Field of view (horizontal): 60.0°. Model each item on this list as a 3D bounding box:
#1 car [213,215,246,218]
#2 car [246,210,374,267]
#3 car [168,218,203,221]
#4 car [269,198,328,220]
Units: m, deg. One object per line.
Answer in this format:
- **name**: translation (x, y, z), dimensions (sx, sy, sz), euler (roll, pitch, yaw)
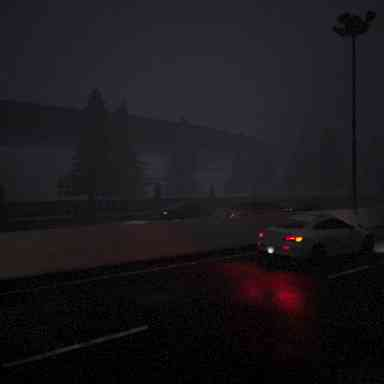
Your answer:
- **car**: translation (3.307, 1.257, 19.305), dimensions (4.553, 1.767, 2.097), euler (-1, 0, -36)
- **car**: translation (4.178, 1.457, 11.079), dimensions (4.674, 1.442, 1.812), euler (0, 0, -36)
- **car**: translation (-0.629, 1.437, 25.097), dimensions (4.674, 1.442, 1.812), euler (-1, 0, -36)
- **car**: translation (8.898, 1.330, 27.604), dimensions (4.902, 1.511, 2.128), euler (-1, 0, -35)
